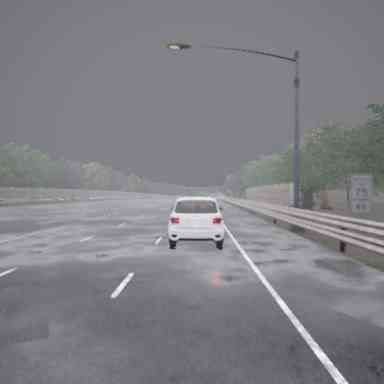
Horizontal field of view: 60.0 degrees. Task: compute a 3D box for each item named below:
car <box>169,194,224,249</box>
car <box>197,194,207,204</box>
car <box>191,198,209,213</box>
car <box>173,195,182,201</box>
[{"bbox_3d":[0.205,1.223,14.826,2.150,2.045,5.566,0,0,1],"label":"car"},{"bbox_3d":[2.208,1.440,73.214,2.150,2.045,5.566,0,0,2],"label":"car"},{"bbox_3d":[0.940,1.521,38.565,1.882,1.535,5.008,0,0,2],"label":"car"},{"bbox_3d":[-4.108,1.653,92.011,2.097,1.767,4.553,0,0,2],"label":"car"}]
